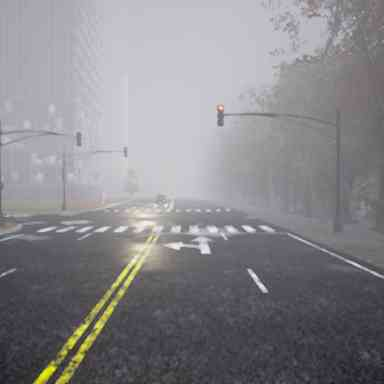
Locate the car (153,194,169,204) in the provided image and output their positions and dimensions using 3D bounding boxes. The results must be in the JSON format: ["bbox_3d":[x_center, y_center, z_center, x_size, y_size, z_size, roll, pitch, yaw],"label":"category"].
[{"bbox_3d":[-4.496,1.057,48.344,1.837,1.490,4.892,0,2,-3],"label":"car"}]
